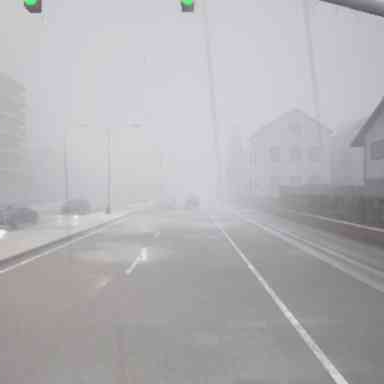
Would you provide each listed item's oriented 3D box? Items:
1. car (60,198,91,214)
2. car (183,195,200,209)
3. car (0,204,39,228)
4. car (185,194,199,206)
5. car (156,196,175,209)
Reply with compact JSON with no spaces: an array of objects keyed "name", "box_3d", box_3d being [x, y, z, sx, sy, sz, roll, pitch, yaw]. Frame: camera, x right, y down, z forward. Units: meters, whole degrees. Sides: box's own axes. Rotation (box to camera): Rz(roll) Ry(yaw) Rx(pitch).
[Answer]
[{"name":"car","box_3d":[-11.597,1.395,33.417,1.837,1.490,4.892,0,0,0]},{"name":"car","box_3d":[-0.017,1.367,42.196,1.837,1.490,4.892,0,0,0]},{"name":"car","box_3d":[-11.600,1.493,21.376,1.994,1.385,4.181,0,0,0]},{"name":"car","box_3d":[-0.021,1.180,52.583,2.097,1.767,4.553,0,0,0]},{"name":"car","box_3d":[-3.517,1.386,42.612,1.812,1.442,4.674,0,0,0]}]
